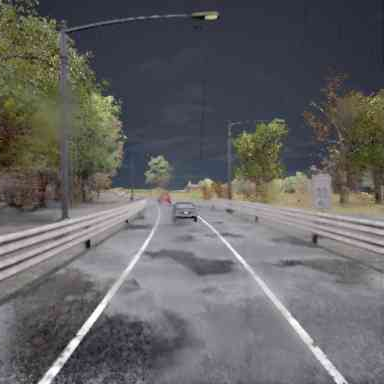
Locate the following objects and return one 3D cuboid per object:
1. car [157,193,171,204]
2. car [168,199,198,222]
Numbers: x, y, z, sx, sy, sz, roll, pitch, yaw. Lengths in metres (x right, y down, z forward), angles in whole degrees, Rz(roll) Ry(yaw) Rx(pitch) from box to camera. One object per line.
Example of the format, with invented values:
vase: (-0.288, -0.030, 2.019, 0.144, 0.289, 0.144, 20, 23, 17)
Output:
car: (-5.427, 1.188, 64.198, 2.150, 2.045, 5.566, 0, 0, -10)
car: (-0.650, 1.533, 26.216, 2.033, 1.411, 5.357, 0, 0, -5)
